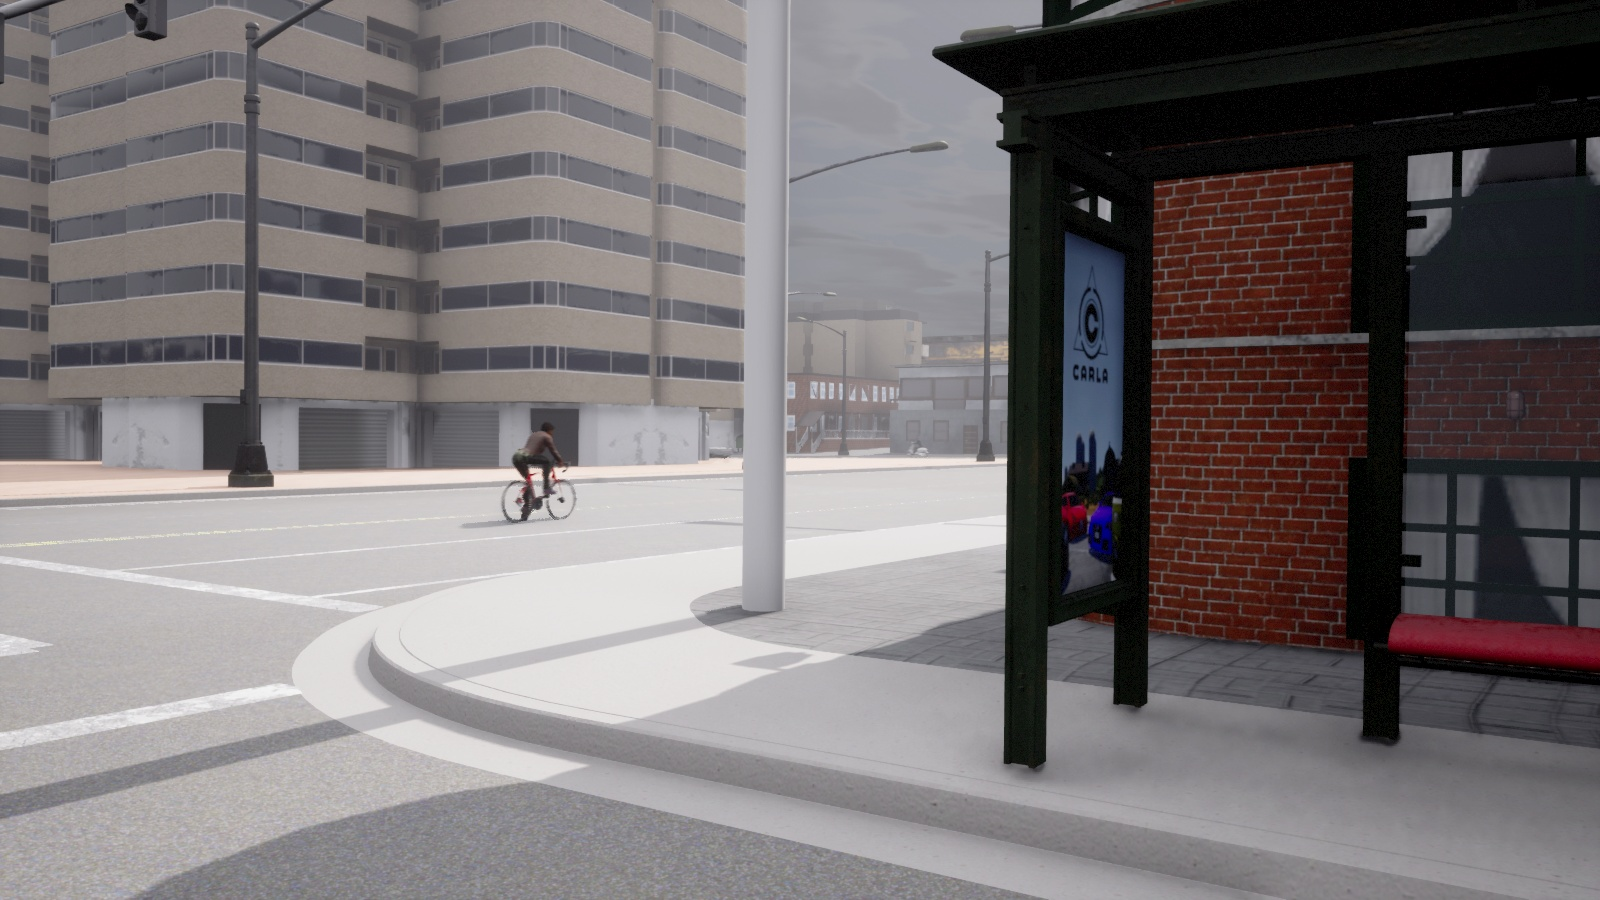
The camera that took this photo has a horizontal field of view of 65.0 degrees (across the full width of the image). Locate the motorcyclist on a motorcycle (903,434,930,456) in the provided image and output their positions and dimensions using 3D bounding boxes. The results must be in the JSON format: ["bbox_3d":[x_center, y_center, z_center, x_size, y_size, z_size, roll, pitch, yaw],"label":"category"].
[{"bbox_3d":[8.787,-0.386,94.610,1.817,1.590,0.866,-1,0,32],"label":"motorcyclist on a motorcycle"}]

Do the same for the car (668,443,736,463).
[{"bbox_3d":[-7.206,0.215,92.336,4.718,1.301,1.895,-2,0,32],"label":"car"}]

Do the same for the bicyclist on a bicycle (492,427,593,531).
[{"bbox_3d":[-4.167,0.443,20.420,0.582,1.620,1.656,0,1,34],"label":"bicyclist on a bicycle"}]
